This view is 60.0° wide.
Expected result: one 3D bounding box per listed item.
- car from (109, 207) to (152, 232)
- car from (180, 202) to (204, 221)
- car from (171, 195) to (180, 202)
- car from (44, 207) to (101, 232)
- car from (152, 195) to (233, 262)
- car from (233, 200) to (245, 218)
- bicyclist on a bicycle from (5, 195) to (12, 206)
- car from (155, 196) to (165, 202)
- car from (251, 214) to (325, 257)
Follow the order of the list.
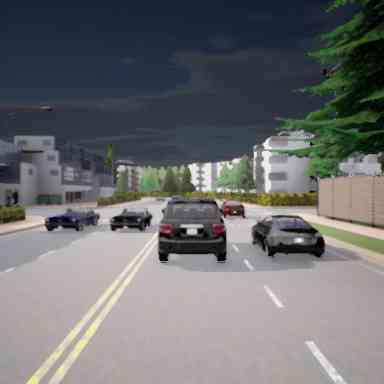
[{"bbox_3d":[-3.547,1.595,20.017,1.895,1.301,4.718,0,0,1],"label":"car"},{"bbox_3d":[0.028,1.592,27.886,1.895,1.301,4.718,0,0,1],"label":"car"},{"bbox_3d":[-3.911,1.476,78.290,1.837,1.490,4.892,0,0,-1],"label":"car"},{"bbox_3d":[-7.046,1.595,20.018,1.895,1.301,4.718,0,0,1],"label":"car"},{"bbox_3d":[0.031,1.218,12.171,2.150,2.045,5.566,0,0,1],"label":"car"},{"bbox_3d":[3.545,1.468,29.690,1.882,1.535,5.008,0,0,0],"label":"car"},{"bbox_3d":[-25.431,1.289,46.148,0.582,1.620,1.656,0,0,0],"label":"bicyclist on a bicycle"},{"bbox_3d":[-7.407,1.571,77.673,1.895,1.301,4.718,0,0,-1],"label":"car"},{"bbox_3d":[3.537,1.559,12.932,1.994,1.385,4.181,0,0,1],"label":"car"}]
